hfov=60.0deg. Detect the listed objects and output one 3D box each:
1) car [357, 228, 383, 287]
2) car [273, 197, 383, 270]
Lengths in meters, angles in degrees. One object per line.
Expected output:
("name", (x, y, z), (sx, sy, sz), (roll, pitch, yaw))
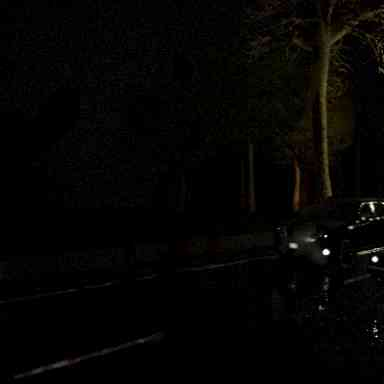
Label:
("car", (6.288, 1.603, 8.155), (4.718, 1.301, 1.895), (0, 0, -35))
("car", (5.256, 1.224, 11.405), (5.566, 2.045, 2.150), (0, 0, -35))
